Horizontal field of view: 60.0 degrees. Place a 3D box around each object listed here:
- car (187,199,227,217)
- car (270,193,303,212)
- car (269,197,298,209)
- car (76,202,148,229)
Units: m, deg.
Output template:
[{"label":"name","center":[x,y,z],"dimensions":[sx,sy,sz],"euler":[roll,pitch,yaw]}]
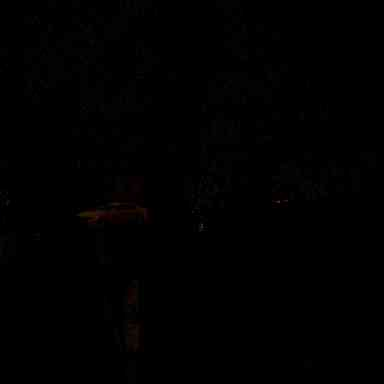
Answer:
[{"label":"car","center":[1.469,1.442,30.408],"dimensions":[1.837,1.490,4.892],"euler":[0,0,36]},{"label":"car","center":[11.050,1.145,38.601],"dimensions":[2.150,2.045,5.566],"euler":[0,0,36]},{"label":"car","center":[12.584,1.466,45.641],"dimensions":[2.033,1.411,5.357],"euler":[0,0,36]},{"label":"car","center":[-5.021,1.436,21.458],"dimensions":[1.882,1.535,5.008],"euler":[0,0,36]}]
